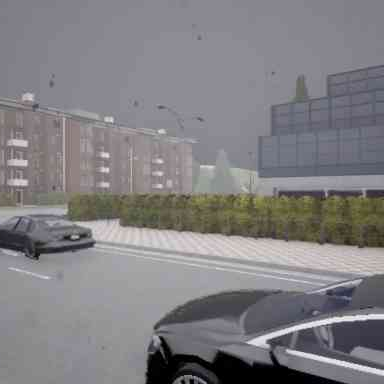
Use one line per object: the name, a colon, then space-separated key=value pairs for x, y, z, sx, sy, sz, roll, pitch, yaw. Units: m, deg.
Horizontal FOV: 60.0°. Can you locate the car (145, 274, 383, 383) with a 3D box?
car: x=1.759 y=1.491 z=2.738 sx=4.902 sy=1.511 sz=2.128 roll=0 pitch=0 yaw=35

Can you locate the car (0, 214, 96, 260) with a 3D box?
car: x=-5.926 y=1.547 z=12.478 sx=5.357 sy=1.411 sz=2.033 roll=0 pitch=0 yaw=35
